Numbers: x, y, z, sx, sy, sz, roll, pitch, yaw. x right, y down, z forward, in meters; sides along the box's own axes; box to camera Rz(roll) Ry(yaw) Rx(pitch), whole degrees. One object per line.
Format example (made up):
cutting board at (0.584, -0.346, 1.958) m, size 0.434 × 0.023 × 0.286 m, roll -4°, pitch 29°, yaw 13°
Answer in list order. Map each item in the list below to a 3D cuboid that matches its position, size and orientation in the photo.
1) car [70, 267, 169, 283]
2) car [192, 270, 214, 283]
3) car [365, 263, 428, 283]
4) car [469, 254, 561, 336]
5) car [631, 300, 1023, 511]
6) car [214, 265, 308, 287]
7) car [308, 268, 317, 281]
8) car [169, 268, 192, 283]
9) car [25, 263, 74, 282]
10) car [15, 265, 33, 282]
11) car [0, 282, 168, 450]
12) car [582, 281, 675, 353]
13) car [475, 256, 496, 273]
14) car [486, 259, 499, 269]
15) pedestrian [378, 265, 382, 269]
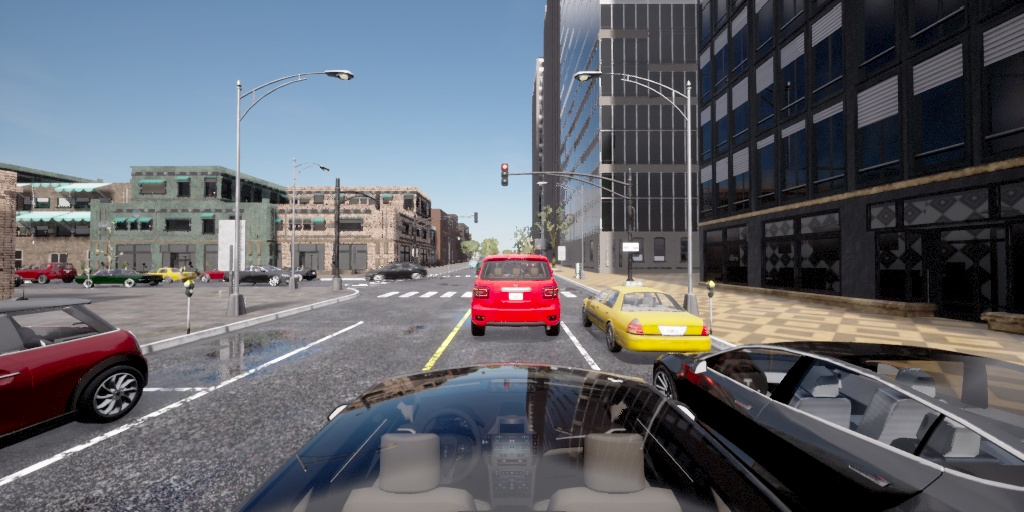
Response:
car at (-28.088, 1.587, 25.794) m, size 4.718 × 1.301 × 1.895 m, roll -1°, pitch -1°, yaw 1°
car at (-25.020, 1.488, 31.545) m, size 4.097 × 1.591 × 1.967 m, roll 0°, pitch 0°, yaw 1°
car at (-9.366, 1.323, 29.314) m, size 4.892 × 1.490 × 1.837 m, roll -2°, pitch 3°, yaw -23°
car at (0.082, 0.975, 10.503) m, size 2.150 × 2.045 × 5.566 m, roll 0°, pitch 0°, yaw 0°
car at (2.656, 1.316, 2.815) m, size 1.948 × 1.339 × 4.313 m, roll 0°, pitch 0°, yaw 0°
car at (-17.885, 1.381, 25.703) m, size 4.902 × 1.511 × 2.128 m, roll -1°, pitch -1°, yaw 2°
car at (-19.473, 1.561, 31.485) m, size 4.313 × 1.339 × 1.948 m, roll 0°, pitch 0°, yaw 1°
car at (-30.738, 1.627, 31.606) m, size 4.829 × 1.417 × 1.751 m, roll 0°, pitch 0°, yaw 1°
car at (-41.664, 1.522, 31.723) m, size 5.009 × 1.841 × 2.192 m, roll 0°, pitch 0°, yaw 1°
car at (-38.501, 1.591, 25.919) m, size 4.892 × 1.490 × 1.837 m, roll -1°, pitch -1°, yaw 1°
car at (-5.692, 1.190, 2.852) m, size 1.967 × 1.591 × 4.097 m, roll 0°, pitch 0°, yaw 0°
car at (2.814, 1.277, 8.628) m, size 1.751 × 1.417 × 4.829 m, roll 0°, pitch 0°, yaw 0°
car at (-3.184, 0.986, 44.496) m, size 2.150 × 2.045 × 5.566 m, roll 0°, pitch 0°, yaw 0°
car at (-3.201, 1.296, 58.954) m, size 1.812 × 1.442 × 4.674 m, roll 0°, pitch 0°, yaw 0°
pedestrian at (-12.611, 1.398, 34.365) m, size 0.375 × 1.300 × 0.375 m, roll 0°, pitch 0°, yaw 1°
